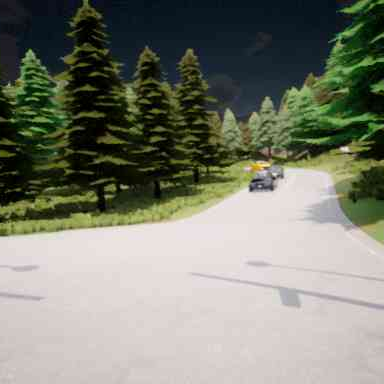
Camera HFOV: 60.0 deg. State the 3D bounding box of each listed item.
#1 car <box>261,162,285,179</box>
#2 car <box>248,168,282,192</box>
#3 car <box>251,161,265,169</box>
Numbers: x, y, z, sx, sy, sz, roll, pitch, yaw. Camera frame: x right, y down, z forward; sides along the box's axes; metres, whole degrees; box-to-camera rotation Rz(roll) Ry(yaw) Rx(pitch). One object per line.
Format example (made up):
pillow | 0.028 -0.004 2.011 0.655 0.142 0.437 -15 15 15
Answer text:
car | 9.420 -2.304 37.596 2.128 1.511 4.902 -3 7 18
car | 6.026 -0.890 28.004 1.994 1.385 4.181 -3 6 22
car | 10.695 -4.041 51.560 1.882 1.535 5.008 -4 7 -7
